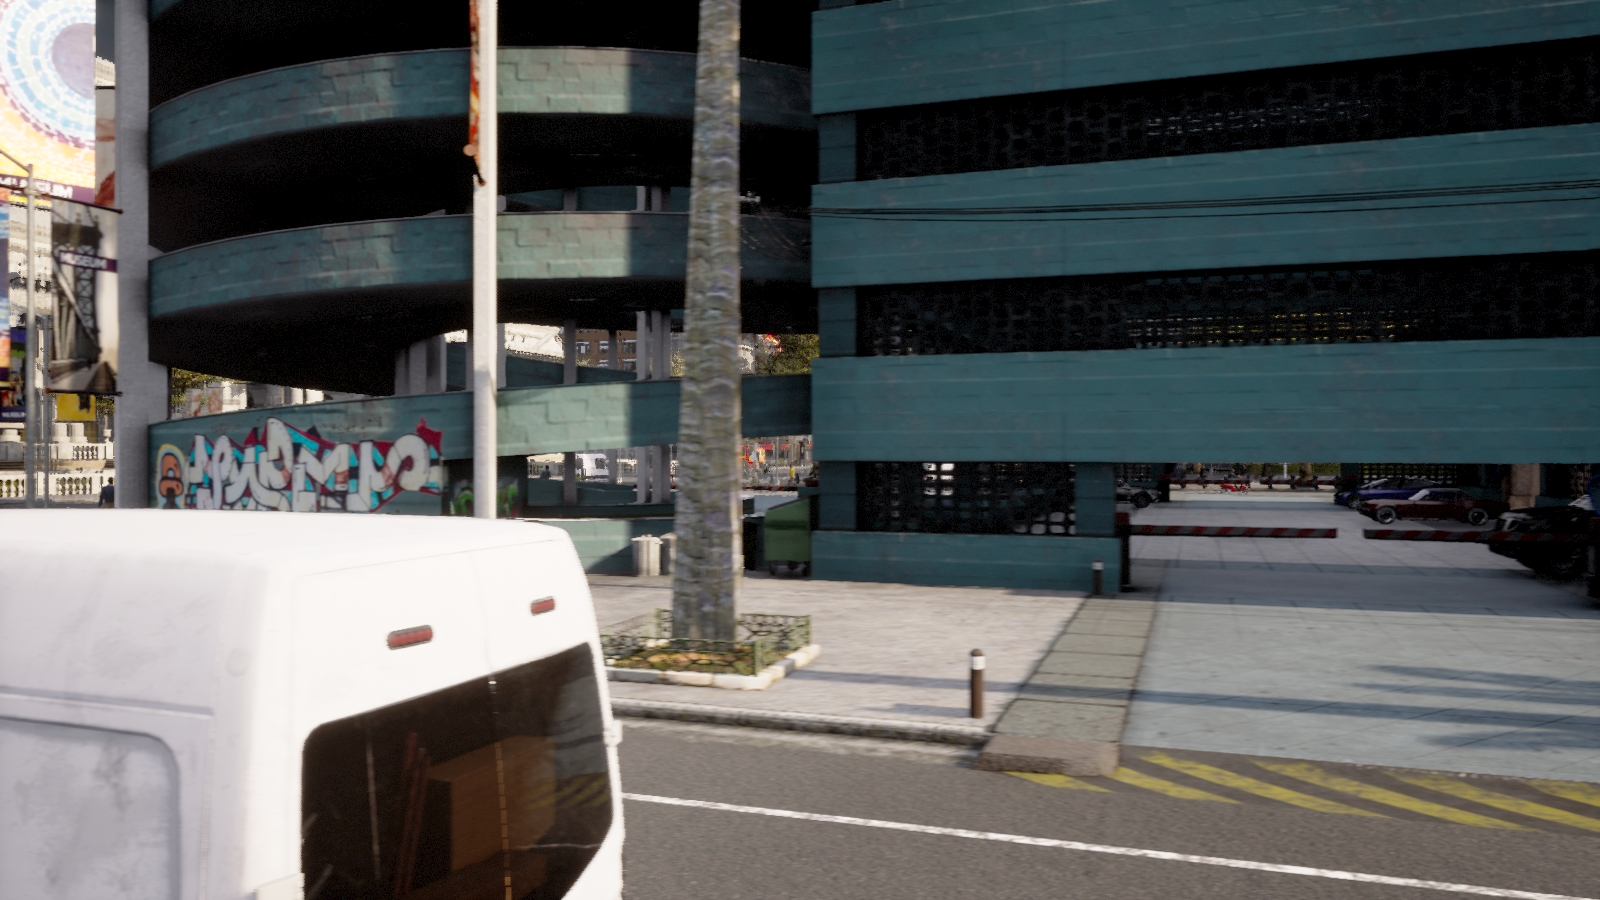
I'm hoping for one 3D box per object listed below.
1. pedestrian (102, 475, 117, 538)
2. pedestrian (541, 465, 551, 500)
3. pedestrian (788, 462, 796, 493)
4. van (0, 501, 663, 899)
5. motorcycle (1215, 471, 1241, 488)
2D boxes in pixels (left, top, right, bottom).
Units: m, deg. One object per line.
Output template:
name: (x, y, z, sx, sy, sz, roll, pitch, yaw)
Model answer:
pedestrian: (-20.875, 1.697, 34.535, 0.375, 1.860, 0.375, 0, 0, -28)
pedestrian: (-13.418, 1.698, 60.243, 0.375, 1.860, 0.375, 0, 0, 19)
pedestrian: (-0.474, 1.699, 70.214, 0.375, 1.860, 0.375, 0, 0, 24)
van: (-3.653, 1.534, 4.509, 5.915, 2.561, 1.988, 0, 0, 19)
motorcycle: (31.874, 2.186, 85.051, 1.805, 1.236, 0.856, 0, 0, 19)
